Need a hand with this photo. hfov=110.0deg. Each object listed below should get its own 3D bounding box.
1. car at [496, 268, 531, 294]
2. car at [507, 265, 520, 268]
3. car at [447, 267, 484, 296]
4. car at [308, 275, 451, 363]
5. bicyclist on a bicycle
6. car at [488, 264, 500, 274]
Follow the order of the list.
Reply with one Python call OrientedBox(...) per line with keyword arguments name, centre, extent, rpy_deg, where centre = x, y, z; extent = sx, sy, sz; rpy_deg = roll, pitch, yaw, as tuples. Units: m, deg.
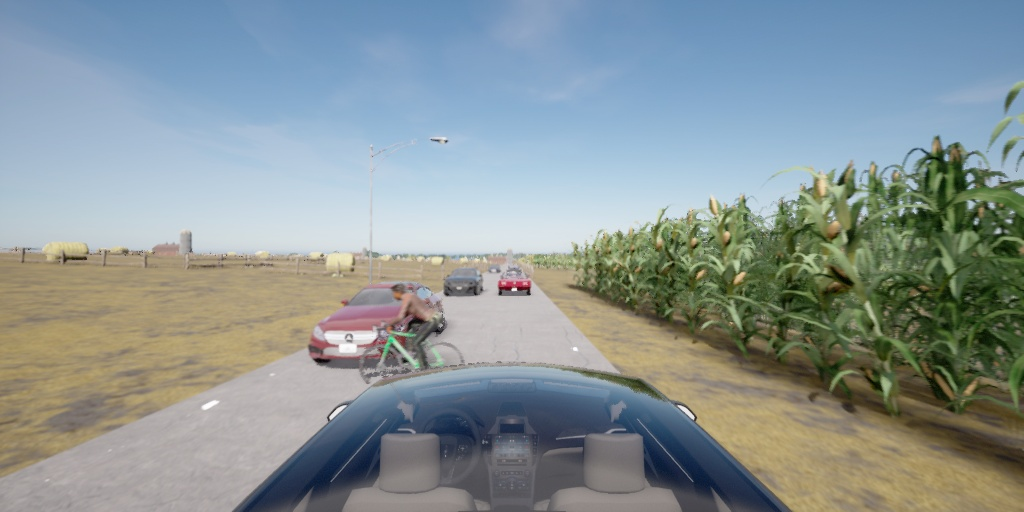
OrientedBox(name="car", centre=(0.145, 1.605, 22.238), extent=(1.895, 1.301, 4.718), rpy_deg=(0, -1, 0))
OrientedBox(name="car", centre=(0.203, 1.788, 42.593), extent=(2.128, 1.511, 4.902), rpy_deg=(0, -1, 0))
OrientedBox(name="car", centre=(-2.789, 1.472, 21.575), extent=(1.882, 1.535, 5.008), rpy_deg=(0, -1, 0))
OrientedBox(name="car", centre=(-2.819, 1.355, 8.495), extent=(1.812, 1.442, 4.674), rpy_deg=(0, -1, 0))
OrientedBox(name="bicyclist on a bicycle", centre=(-1.595, 1.251, 5.637), extent=(1.656, 1.620, 0.582), rpy_deg=(-2, -1, 0))
OrientedBox(name="car", centre=(-2.686, 2.017, 55.461), extent=(1.812, 1.442, 4.674), rpy_deg=(0, -1, 0))
